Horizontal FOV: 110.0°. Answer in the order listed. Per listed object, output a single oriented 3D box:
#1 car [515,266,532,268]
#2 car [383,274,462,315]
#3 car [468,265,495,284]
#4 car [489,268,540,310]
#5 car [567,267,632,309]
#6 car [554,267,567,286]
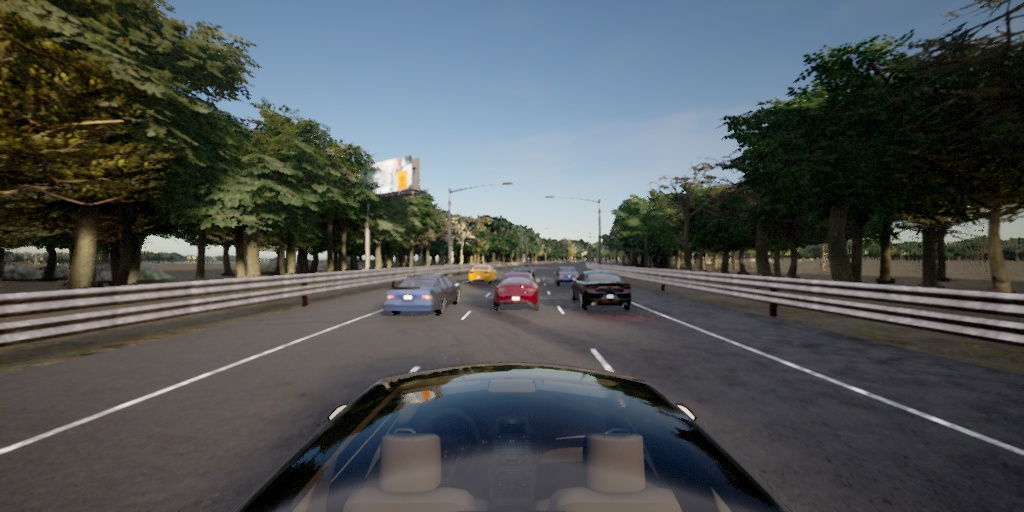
[{"bbox_3d":[0.983,1.536,29.931,2.128,1.511,4.902,0,0,5],"label":"car"},{"bbox_3d":[-3.321,1.427,14.265,2.033,1.411,5.357,0,-1,2],"label":"car"},{"bbox_3d":[-2.448,1.531,30.885,1.882,1.535,5.008,0,0,5],"label":"car"},{"bbox_3d":[0.246,1.418,15.536,1.812,1.442,4.674,0,0,3],"label":"car"},{"bbox_3d":[3.762,1.372,15.788,1.882,1.535,5.008,0,0,3],"label":"car"},{"bbox_3d":[4.391,1.578,28.719,2.033,1.411,5.357,0,-1,4],"label":"car"}]
